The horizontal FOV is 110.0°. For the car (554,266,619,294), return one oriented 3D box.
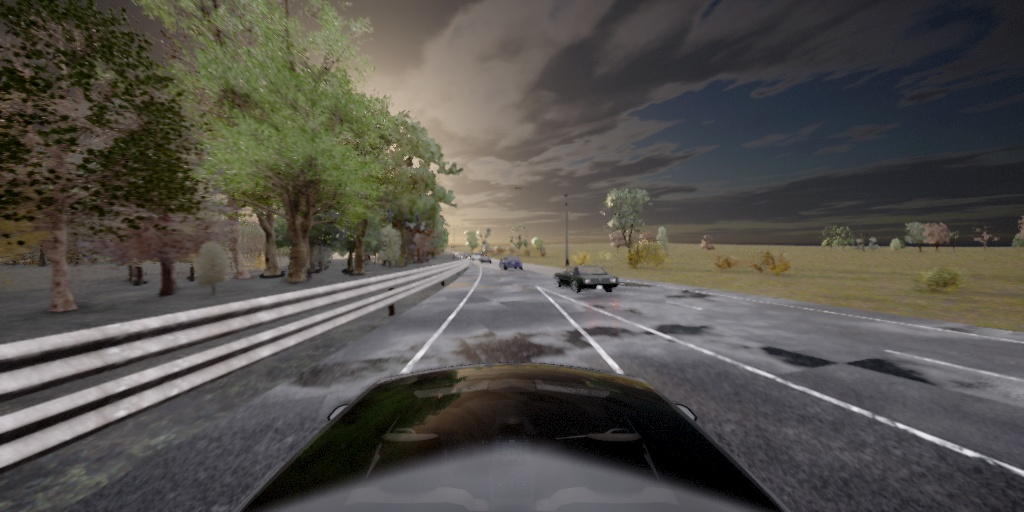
[{"bbox_3d":[3.649,1.140,18.588,1.895,1.301,4.718,0,1,-10],"label":"car"}]

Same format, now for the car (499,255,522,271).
[{"bbox_3d":[-0.213,0.700,41.164,2.097,1.767,4.553,0,1,-10],"label":"car"}]
